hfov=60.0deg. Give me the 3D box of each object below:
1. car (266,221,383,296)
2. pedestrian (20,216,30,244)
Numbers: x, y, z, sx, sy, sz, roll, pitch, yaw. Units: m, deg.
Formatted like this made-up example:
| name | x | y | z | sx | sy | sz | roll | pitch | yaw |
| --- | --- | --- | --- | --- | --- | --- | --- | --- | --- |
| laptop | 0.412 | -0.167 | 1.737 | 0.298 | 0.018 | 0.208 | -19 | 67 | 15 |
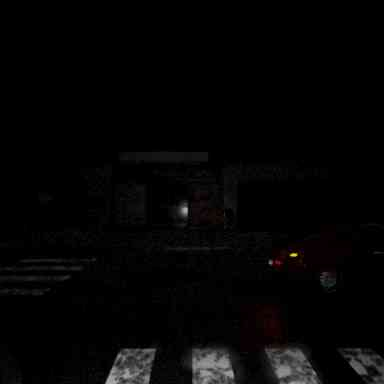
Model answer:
| name | x | y | z | sx | sy | sz | roll | pitch | yaw |
| --- | --- | --- | --- | --- | --- | --- | --- | --- | --- |
| car | 4.121 | 1.415 | 7.724 | 4.674 | 1.442 | 1.812 | -1 | 0 | 0 |
| pedestrian | -6.844 | 1.549 | 13.647 | 0.500 | 1.100 | 0.500 | 0 | 0 | 0 |
